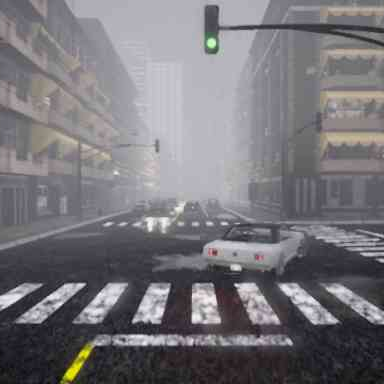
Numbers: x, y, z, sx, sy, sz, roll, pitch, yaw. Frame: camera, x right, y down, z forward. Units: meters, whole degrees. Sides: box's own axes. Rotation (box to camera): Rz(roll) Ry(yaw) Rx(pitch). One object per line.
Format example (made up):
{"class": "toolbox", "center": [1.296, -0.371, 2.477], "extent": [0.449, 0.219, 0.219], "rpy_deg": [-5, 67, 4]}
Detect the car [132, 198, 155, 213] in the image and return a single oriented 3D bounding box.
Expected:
{"class": "car", "center": [-5.693, 1.633, 37.671], "extent": [2.008, 1.369, 4.403], "rpy_deg": [-1, 0, 0]}

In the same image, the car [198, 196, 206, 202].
{"class": "car", "center": [2.691, 1.769, 87.415], "extent": [1.887, 1.381, 4.507], "rpy_deg": [-1, 0, 0]}

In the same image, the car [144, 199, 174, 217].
{"class": "car", "center": [-3.090, 1.632, 32.004], "extent": [1.994, 1.385, 4.181], "rpy_deg": [0, 0, 0]}

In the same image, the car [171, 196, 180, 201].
{"class": "car", "center": [-2.996, 1.624, 51.752], "extent": [1.837, 1.490, 4.892], "rpy_deg": [0, 0, 0]}

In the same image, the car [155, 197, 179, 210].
{"class": "car", "center": [-3.072, 1.639, 41.391], "extent": [2.033, 1.411, 5.357], "rpy_deg": [0, 0, 0]}

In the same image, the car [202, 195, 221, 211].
{"class": "car", "center": [2.686, 1.537, 43.192], "extent": [1.967, 1.590, 4.097], "rpy_deg": [-1, 0, 0]}

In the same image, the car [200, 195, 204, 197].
{"class": "car", "center": [2.689, 1.692, 59.775], "extent": [2.008, 1.369, 4.403], "rpy_deg": [-1, 0, 0]}

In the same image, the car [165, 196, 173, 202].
{"class": "car", "center": [-5.689, 1.789, 81.894], "extent": [1.802, 1.307, 4.206], "rpy_deg": [-1, 0, 0]}

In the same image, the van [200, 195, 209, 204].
{"class": "van", "center": [2.688, 1.514, 70.832], "extent": [1.690, 1.788, 3.998], "rpy_deg": [-1, 0, 0]}

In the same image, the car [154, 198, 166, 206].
{"class": "car", "center": [-5.692, 1.723, 59.782], "extent": [1.802, 1.307, 4.206], "rpy_deg": [-1, 0, 0]}

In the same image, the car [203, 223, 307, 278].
{"class": "car", "center": [2.198, 1.620, 10.361], "extent": [1.895, 1.301, 4.718], "rpy_deg": [0, 0, 29]}

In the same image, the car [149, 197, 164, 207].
{"class": "car", "center": [-5.693, 1.566, 54.254], "extent": [1.967, 1.590, 4.097], "rpy_deg": [-1, 0, 0]}

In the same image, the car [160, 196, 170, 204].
{"class": "car", "center": [-5.690, 1.698, 70.668], "extent": [1.752, 1.417, 4.829], "rpy_deg": [-1, 0, 0]}

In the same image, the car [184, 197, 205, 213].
{"class": "car", "center": [0.105, 1.647, 38.029], "extent": [1.994, 1.385, 4.181], "rpy_deg": [0, 0, 0]}
